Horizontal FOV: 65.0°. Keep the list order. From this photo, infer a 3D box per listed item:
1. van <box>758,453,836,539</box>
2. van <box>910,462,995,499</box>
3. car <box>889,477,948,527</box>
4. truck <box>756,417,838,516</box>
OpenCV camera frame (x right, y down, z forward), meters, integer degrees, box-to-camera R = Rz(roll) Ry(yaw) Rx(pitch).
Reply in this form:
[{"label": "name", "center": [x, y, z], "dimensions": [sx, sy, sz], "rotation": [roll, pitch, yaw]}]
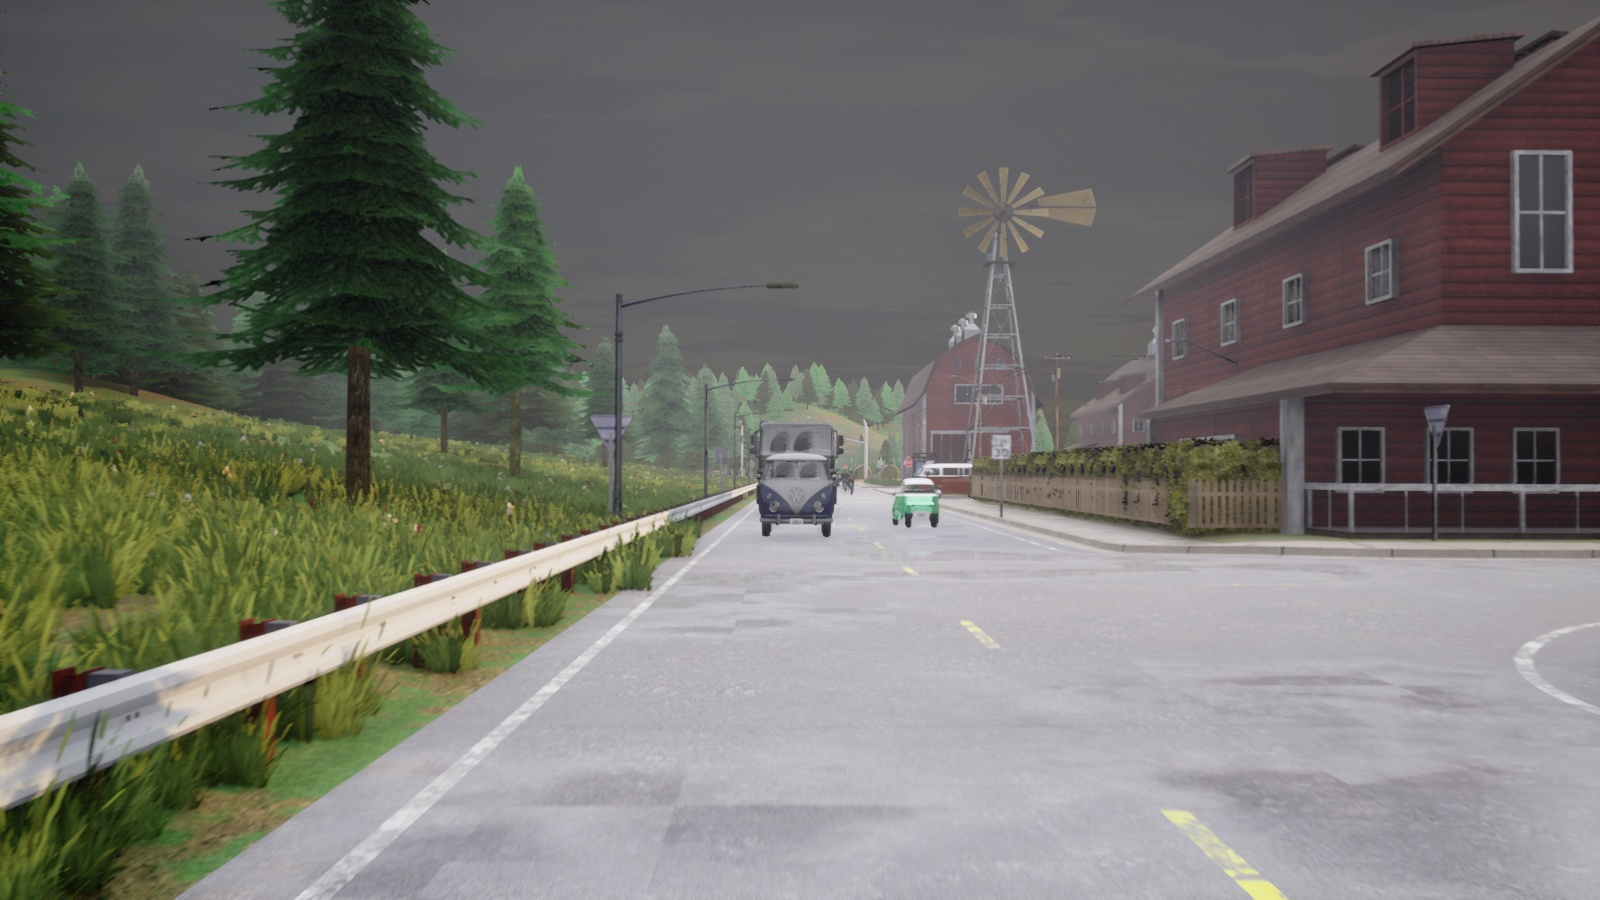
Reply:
[{"label": "van", "center": [-0.076, 1.092, 31.035], "dimensions": [1.775, 1.987, 4.442], "rotation": [0, -1, 0]}, {"label": "van", "center": [8.537, 1.694, 70.493], "dimensions": [4.480, 2.038, 2.069], "rotation": [0, -1, -3]}, {"label": "car", "center": [3.412, 1.470, 36.345], "dimensions": [1.481, 1.376, 2.207], "rotation": [0, -1, 0]}, {"label": "truck", "center": [-0.121, 0.651, 48.431], "dimensions": [2.891, 3.462, 7.936], "rotation": [0, -1, 0]}]
